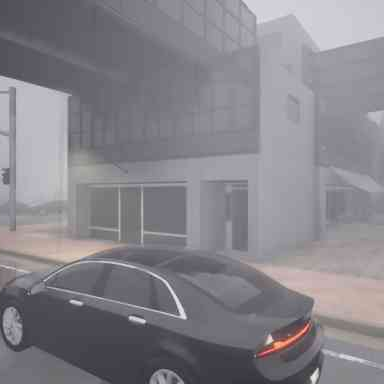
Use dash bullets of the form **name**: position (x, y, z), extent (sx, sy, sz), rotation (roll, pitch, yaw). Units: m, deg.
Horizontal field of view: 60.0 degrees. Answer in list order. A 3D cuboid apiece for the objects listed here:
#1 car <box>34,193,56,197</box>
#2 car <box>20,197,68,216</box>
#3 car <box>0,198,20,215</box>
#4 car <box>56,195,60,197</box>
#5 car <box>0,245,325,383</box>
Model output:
- **car**: position (-31.249, 1.153, 69.870), extent (4.605, 1.855, 1.932), rotation (0, 0, 35)
- **car**: position (-14.000, 1.505, 33.205), extent (1.837, 1.490, 4.892), rotation (0, 0, 36)
- **car**: position (-18.377, 1.564, 33.151), extent (1.994, 1.385, 4.181), rotation (0, 0, 36)
- **car**: position (-29.522, 1.364, 72.196), extent (3.905, 1.438, 1.784), rotation (0, 0, 35)
- **car**: position (-0.809, 1.505, 4.569), extent (4.892, 1.490, 1.837), rotation (0, 0, 36)
